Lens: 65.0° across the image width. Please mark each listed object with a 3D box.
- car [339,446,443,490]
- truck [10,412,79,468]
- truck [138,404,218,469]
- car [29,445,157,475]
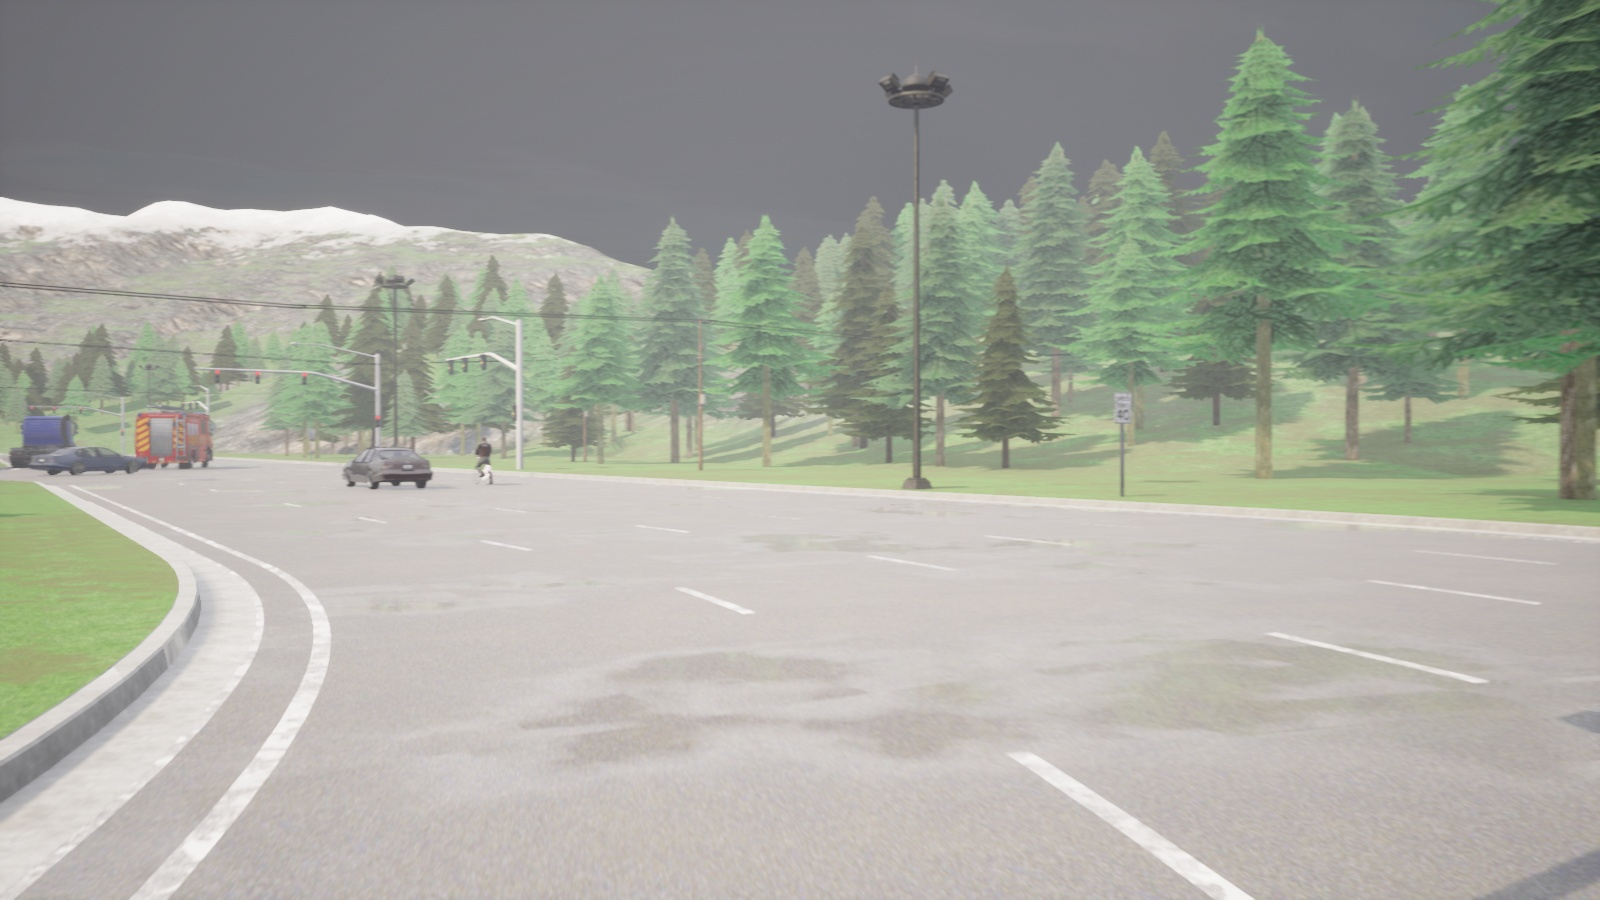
[{"bbox_3d":[-13.957,0.560,42.656,2.033,1.411,5.357,0,0,-33],"label":"car"},{"bbox_3d":[-49.415,-0.669,82.358,2.891,3.462,7.936,0,1,-24],"label":"truck"},{"bbox_3d":[-38.637,-0.840,78.285,2.891,3.827,8.468,0,0,-16],"label":"truck"},{"bbox_3d":[-34.661,0.464,61.734,2.033,1.411,5.357,0,0,23],"label":"car"}]
